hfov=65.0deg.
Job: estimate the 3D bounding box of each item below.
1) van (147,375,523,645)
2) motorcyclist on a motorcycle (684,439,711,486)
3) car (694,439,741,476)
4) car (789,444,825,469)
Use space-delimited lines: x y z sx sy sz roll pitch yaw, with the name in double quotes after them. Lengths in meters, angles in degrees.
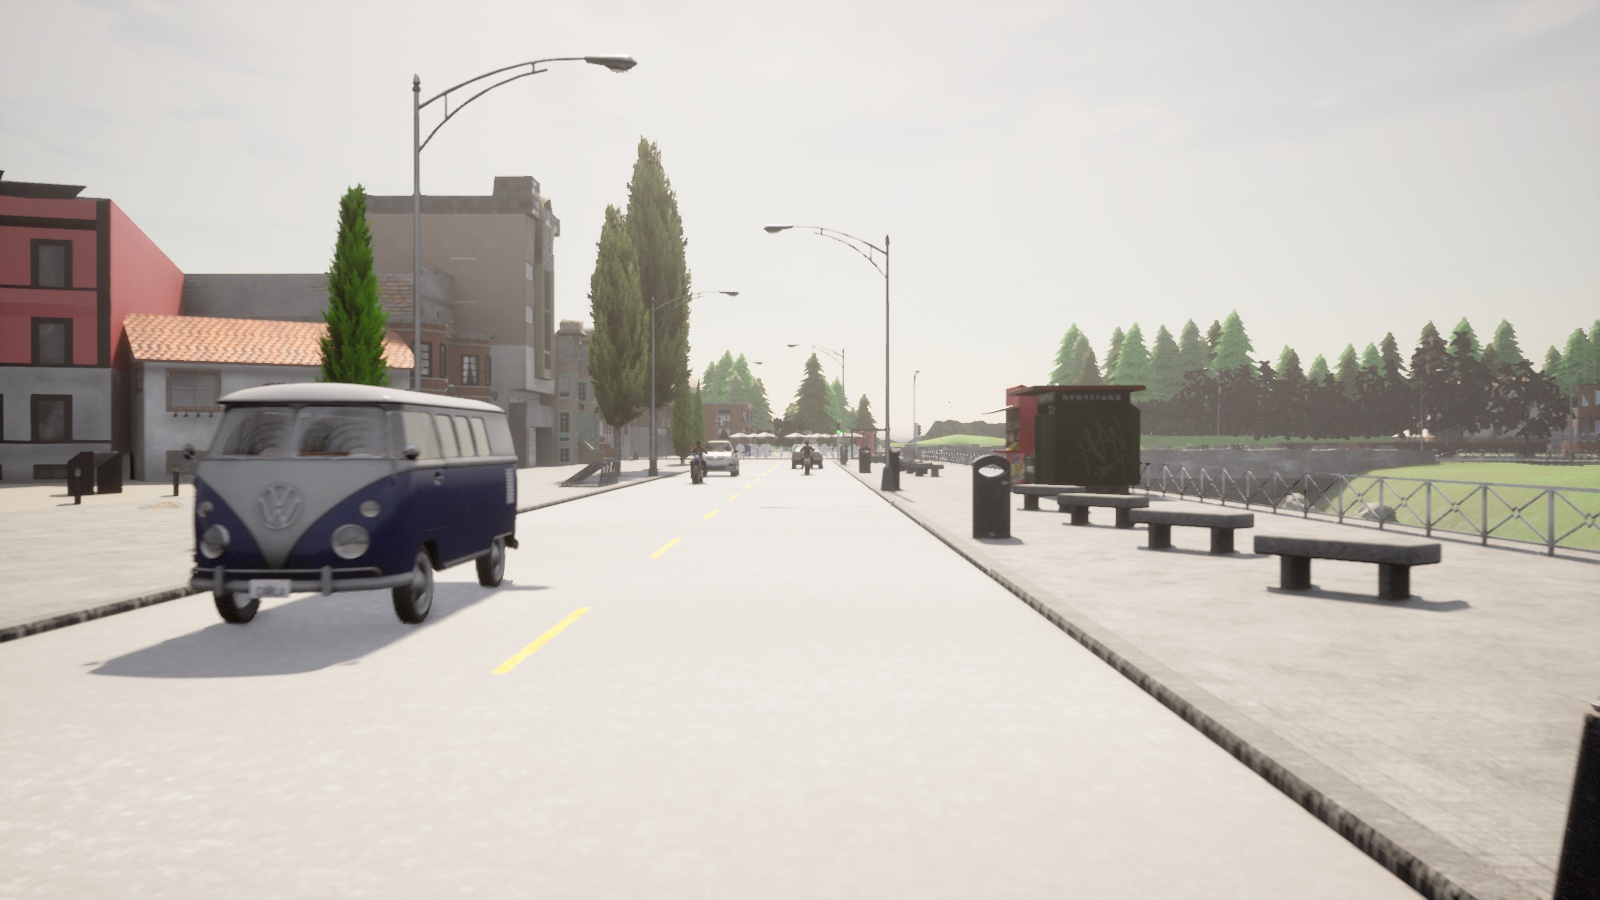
-3.920 0.431 11.489 1.775 1.987 4.442 0 0 0 "van"
-3.730 0.436 45.780 0.766 1.649 2.350 0 0 0 "motorcyclist on a motorcycle"
-3.672 0.324 56.381 1.851 1.617 3.988 0 0 0 "car"
0.424 0.378 73.898 2.033 1.411 5.357 0 0 0 "car"
